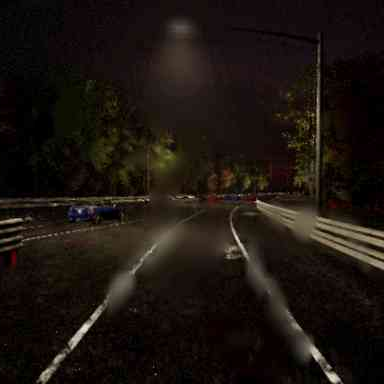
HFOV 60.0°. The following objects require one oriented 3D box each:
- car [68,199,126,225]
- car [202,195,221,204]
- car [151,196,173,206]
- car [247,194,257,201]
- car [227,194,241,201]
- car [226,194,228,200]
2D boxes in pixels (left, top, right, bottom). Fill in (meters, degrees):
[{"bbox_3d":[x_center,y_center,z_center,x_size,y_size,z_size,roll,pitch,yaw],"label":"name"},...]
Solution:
[{"bbox_3d":[-6.556,1.268,23.518,2.097,1.767,4.553,1,0,19],"label":"car"},{"bbox_3d":[4.165,1.430,64.363,1.882,1.535,5.008,1,0,19],"label":"car"},{"bbox_3d":[-4.467,1.341,50.434,1.882,1.535,5.008,1,0,19],"label":"car"},{"bbox_3d":[15.557,1.511,86.097,1.882,1.535,5.008,1,0,19],"label":"car"},{"bbox_3d":[10.999,1.448,83.704,1.882,1.535,5.008,1,0,19],"label":"car"},{"bbox_3d":[11.024,1.274,94.270,2.097,1.767,4.553,1,0,19],"label":"car"}]
